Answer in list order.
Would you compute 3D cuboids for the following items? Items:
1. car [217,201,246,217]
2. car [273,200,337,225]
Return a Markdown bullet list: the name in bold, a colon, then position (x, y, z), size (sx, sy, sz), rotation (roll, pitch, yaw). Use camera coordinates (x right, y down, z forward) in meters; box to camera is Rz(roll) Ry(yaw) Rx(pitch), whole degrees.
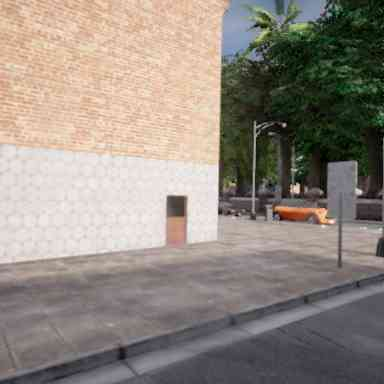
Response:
- **car**: position (2.749, 1.620, 32.226), size (2.033, 1.411, 5.357), rotation (2, -1, -36)
- **car**: position (8.256, 1.438, 24.542), size (2.097, 1.767, 4.553), rotation (2, -1, -36)
